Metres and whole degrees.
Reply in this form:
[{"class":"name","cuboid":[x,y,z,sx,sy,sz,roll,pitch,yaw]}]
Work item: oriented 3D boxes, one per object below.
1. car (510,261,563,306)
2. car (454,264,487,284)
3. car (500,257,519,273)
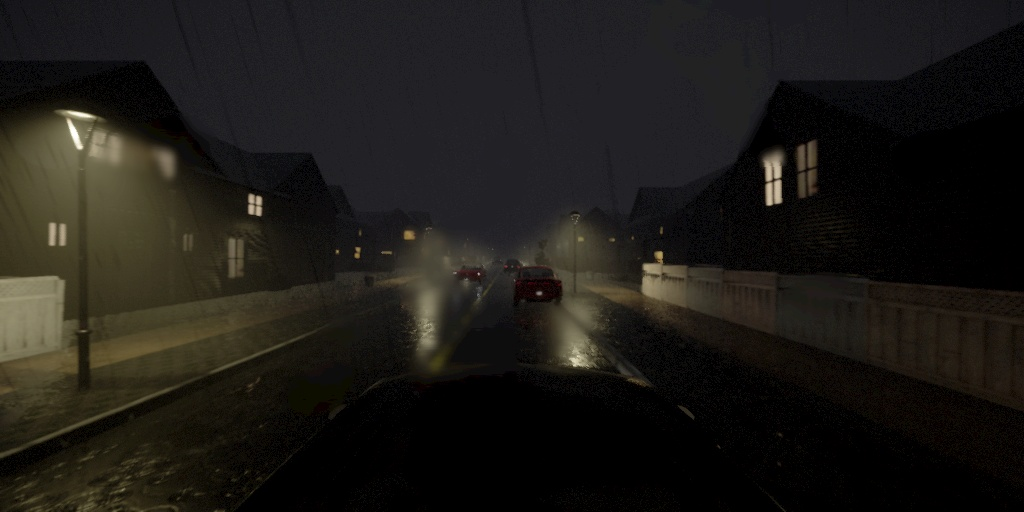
[{"class":"car","cuboid":[0.967,1.145,15.150,1.882,1.535,5.008,0,0,0]},{"class":"car","cuboid":[-2.840,1.210,25.074,1.895,1.301,4.718,0,0,0]},{"class":"car","cuboid":[0.064,1.083,38.660,2.033,1.411,5.357,0,0,1]}]
